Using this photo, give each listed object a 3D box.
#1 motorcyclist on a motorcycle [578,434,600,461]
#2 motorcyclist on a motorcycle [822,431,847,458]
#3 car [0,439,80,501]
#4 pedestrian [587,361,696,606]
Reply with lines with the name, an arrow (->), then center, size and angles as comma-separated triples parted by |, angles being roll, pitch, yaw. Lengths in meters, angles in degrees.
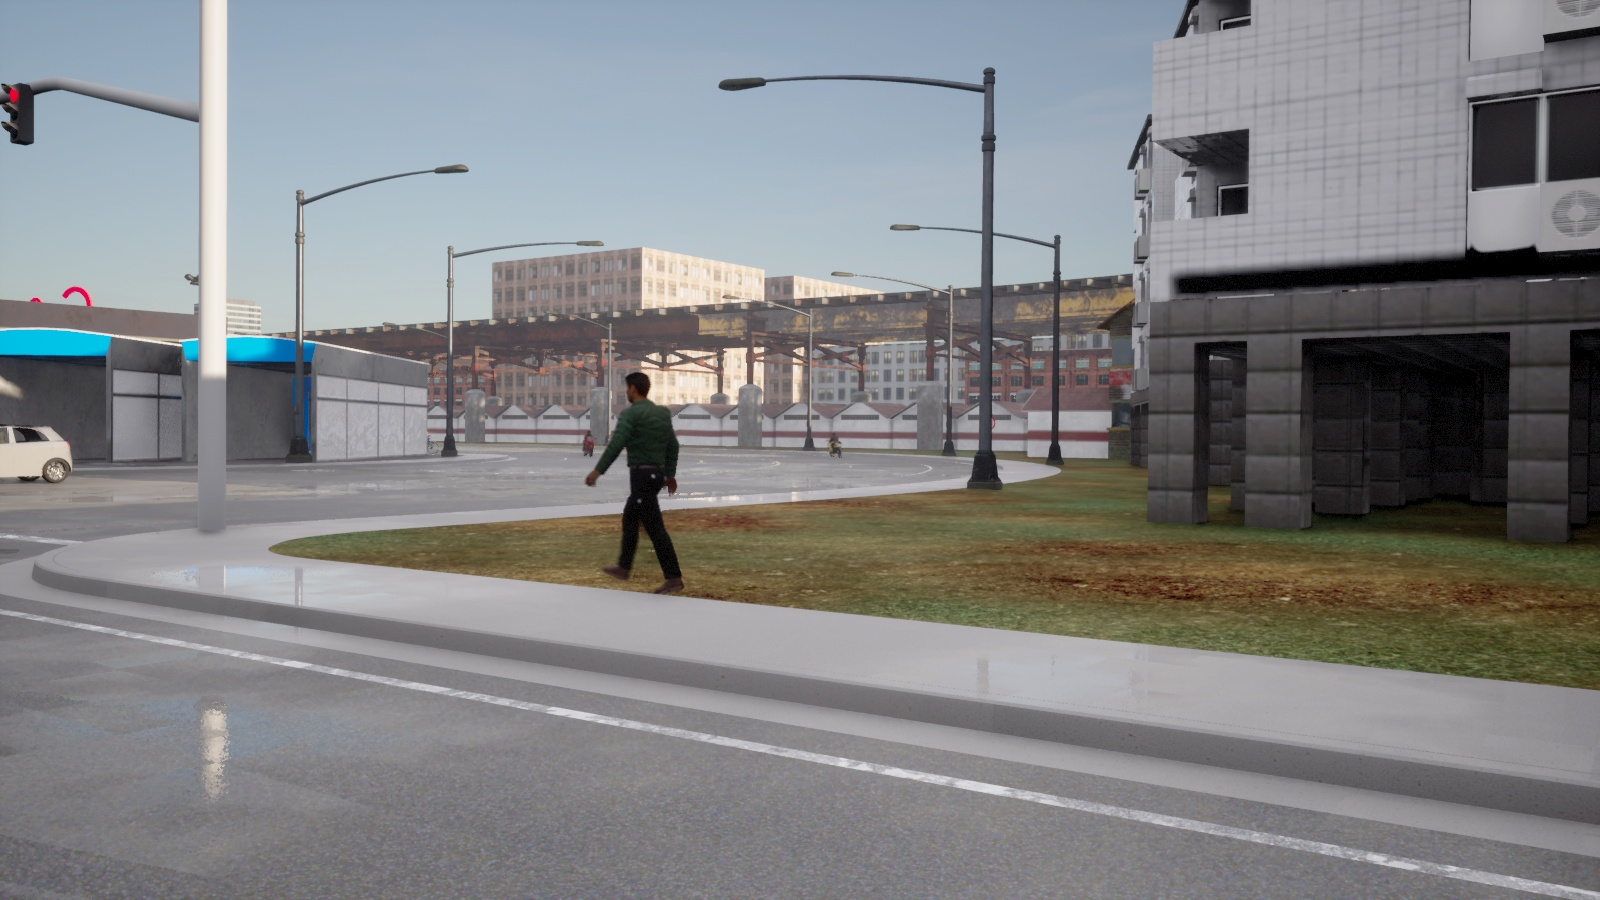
motorcyclist on a motorcycle -> -11.889, -0.144, 70.726 | 0.797, 1.523, 2.044 | -1, 1, -22
motorcyclist on a motorcycle -> 2.014, -0.314, 73.824 | 0.797, 1.523, 2.044 | -4, 1, -17
car -> -20.440, 0.500, 31.538 | 1.845, 1.501, 3.633 | 0, 1, 35
pedestrian -> -1.313, 0.265, 10.381 | 0.788, 1.949, 0.423 | 0, 1, 33
